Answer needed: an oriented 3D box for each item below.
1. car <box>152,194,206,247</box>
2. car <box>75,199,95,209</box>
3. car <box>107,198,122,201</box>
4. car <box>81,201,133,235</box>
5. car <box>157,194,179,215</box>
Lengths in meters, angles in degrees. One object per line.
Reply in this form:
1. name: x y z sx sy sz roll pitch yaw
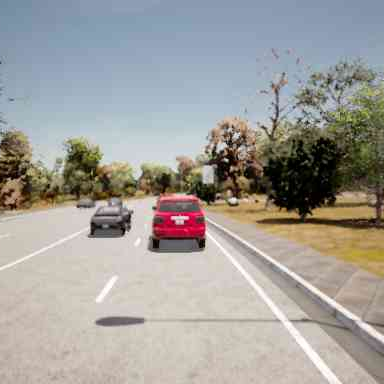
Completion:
1. car: -0.650 1.228 15.141 2.150 2.045 5.566 0 0 -4
2. car: -14.530 1.611 45.823 2.033 1.411 5.357 0 0 -6
3. car: -11.354 1.566 49.162 2.128 1.511 4.902 0 0 -6
4. car: -4.492 1.502 18.954 2.128 1.511 4.902 0 0 -5
5. car: -2.702 1.241 35.996 2.150 2.045 5.566 0 0 -6
